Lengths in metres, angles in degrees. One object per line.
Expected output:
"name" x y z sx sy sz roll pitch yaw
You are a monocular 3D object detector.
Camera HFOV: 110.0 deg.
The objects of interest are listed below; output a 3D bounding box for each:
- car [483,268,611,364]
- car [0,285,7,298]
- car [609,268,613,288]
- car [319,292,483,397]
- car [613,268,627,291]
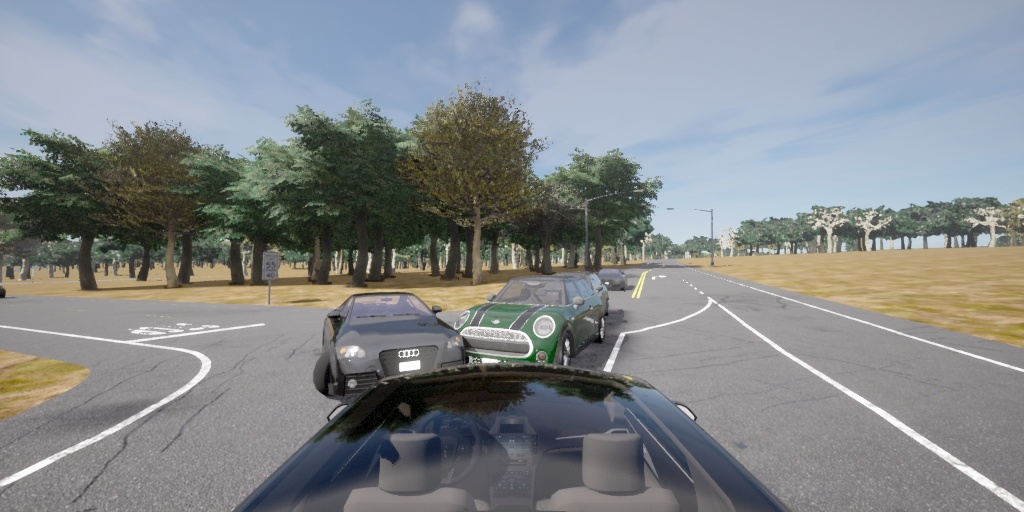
"car" 0.616 1.218 7.838 2.097 1.767 4.553 -1 -2 26
"car" -40.862 2.561 27.396 4.181 1.385 1.994 -2 -3 22
"car" 2.022 1.344 12.151 2.097 1.767 4.553 -1 -1 21
"car" -2.356 1.376 6.633 1.994 1.385 4.181 1 -2 -29
"car" 6.474 1.498 23.662 1.994 1.385 4.181 -1 0 21
